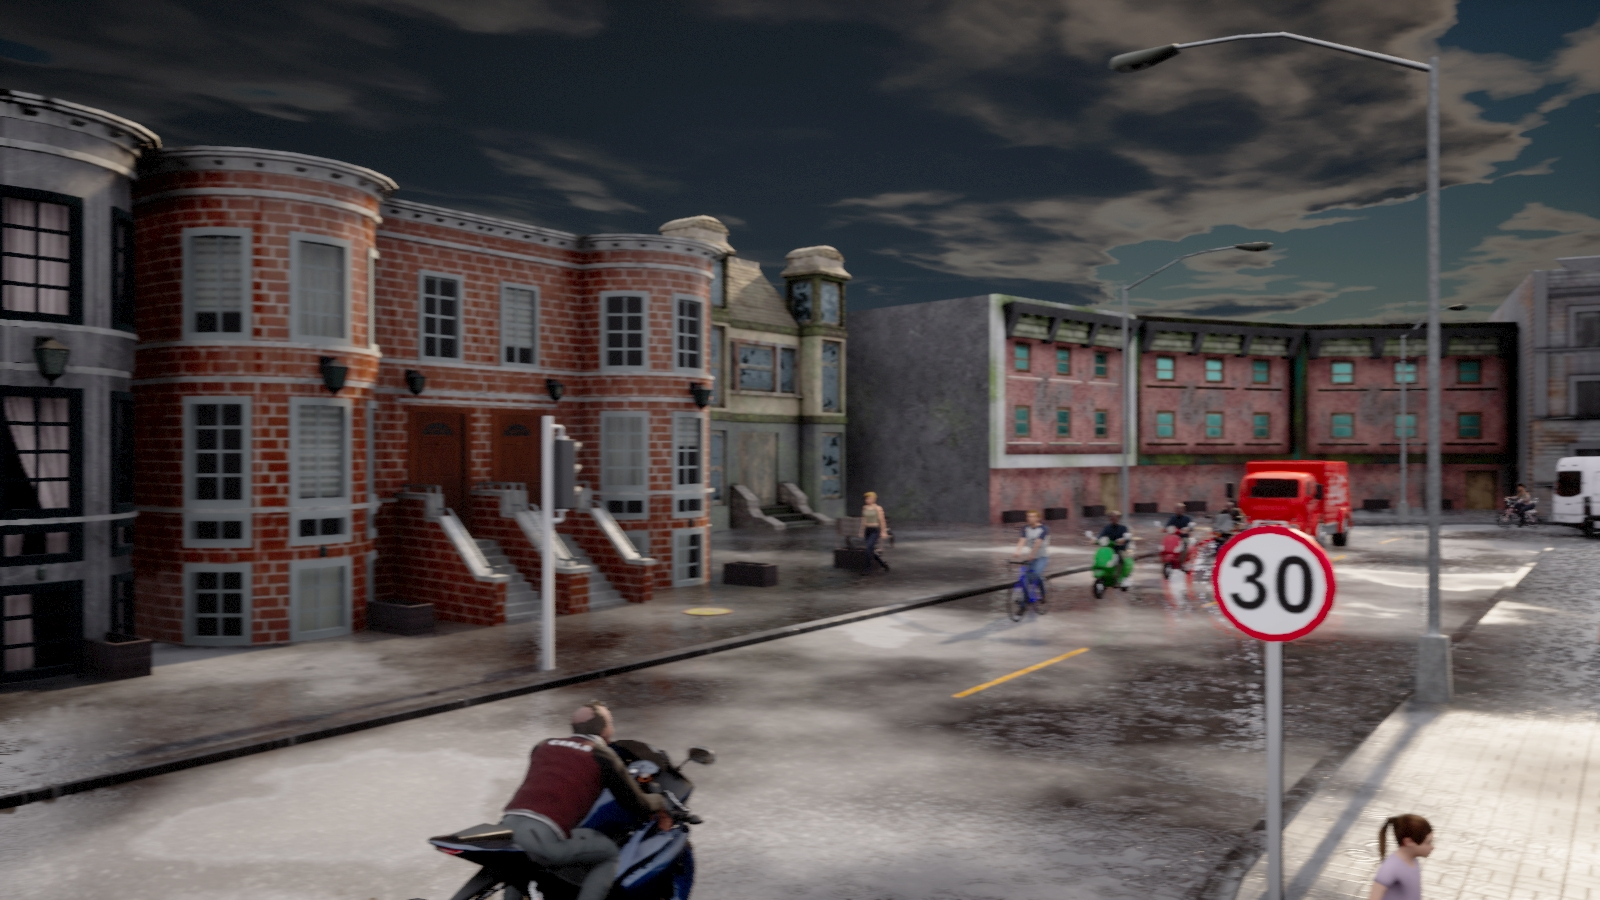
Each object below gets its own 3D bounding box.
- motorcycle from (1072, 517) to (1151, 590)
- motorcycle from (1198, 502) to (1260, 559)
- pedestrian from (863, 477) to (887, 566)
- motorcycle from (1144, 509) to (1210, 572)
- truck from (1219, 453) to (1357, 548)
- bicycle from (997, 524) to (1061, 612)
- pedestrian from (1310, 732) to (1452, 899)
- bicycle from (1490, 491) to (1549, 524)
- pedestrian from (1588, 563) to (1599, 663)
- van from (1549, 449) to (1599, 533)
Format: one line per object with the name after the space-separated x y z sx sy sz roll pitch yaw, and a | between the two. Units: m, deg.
5.986 1.949 21.881 0.856 1.236 1.805 0 0 37 | motorcycle
10.629 1.965 28.253 0.867 1.251 2.209 0 0 36 | motorcycle
1.604 1.516 24.449 0.375 1.860 0.375 0 0 43 | pedestrian
8.240 1.946 24.920 0.856 1.236 1.805 0 0 37 | motorcycle
14.023 1.323 32.620 2.627 2.467 5.204 0 0 35 | truck
3.817 1.926 18.948 0.373 1.296 1.643 0 0 37 | bicycle
2.596 1.892 5.097 0.500 1.100 0.500 0 0 35 | pedestrian
24.998 1.999 39.731 1.487 1.080 0.859 0 2 2 | bicycle
9.425 1.884 13.166 0.500 1.100 0.500 0 0 43 | pedestrian
26.996 1.276 35.511 5.915 2.561 1.988 0 -2 7 | van
